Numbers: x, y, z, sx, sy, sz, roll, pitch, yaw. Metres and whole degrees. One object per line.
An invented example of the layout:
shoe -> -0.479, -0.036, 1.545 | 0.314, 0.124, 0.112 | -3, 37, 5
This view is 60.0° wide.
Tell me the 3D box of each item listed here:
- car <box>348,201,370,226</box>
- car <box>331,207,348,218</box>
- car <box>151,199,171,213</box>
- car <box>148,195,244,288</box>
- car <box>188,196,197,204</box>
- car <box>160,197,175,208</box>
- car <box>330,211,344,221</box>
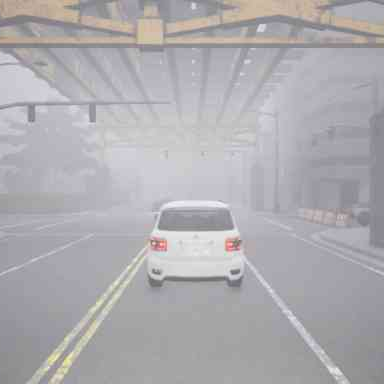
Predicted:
car -> 13.261, 1.477, 22.082 | 4.974, 1.542, 2.038 | 0, 0, -20
car -> 13.635, 1.324, 26.220 | 4.536, 1.218, 1.853 | 0, 0, 25
car -> -3.600, 1.606, 38.795 | 1.994, 1.385, 4.181 | 0, 0, -1
car -> 0.079, 1.233, 9.394 | 2.150, 2.045, 5.566 | 0, 0, 0
car -> 0.099, 1.600, 68.149 | 1.812, 1.442, 4.674 | 0, 0, 0
car -> -3.590, 1.531, 49.223 | 1.882, 1.535, 5.008 | 0, 0, 0
car -> 13.588, 1.481, 26.241 | 4.974, 1.542, 2.038 | 0, 0, 25
